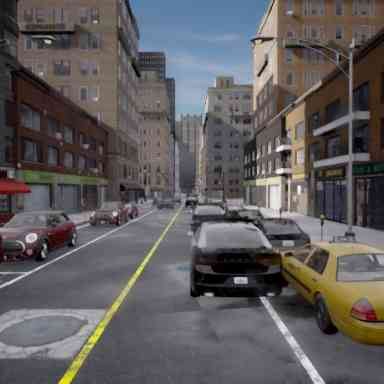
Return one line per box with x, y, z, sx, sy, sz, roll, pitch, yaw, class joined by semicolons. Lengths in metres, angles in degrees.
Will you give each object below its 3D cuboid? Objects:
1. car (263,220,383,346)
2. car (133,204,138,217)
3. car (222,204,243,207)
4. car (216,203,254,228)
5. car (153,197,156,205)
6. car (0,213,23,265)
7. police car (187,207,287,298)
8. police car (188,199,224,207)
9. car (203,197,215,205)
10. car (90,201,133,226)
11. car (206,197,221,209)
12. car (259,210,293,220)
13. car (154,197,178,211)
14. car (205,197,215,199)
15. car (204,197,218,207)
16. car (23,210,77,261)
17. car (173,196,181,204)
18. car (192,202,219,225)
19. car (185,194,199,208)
2.856;1.523;6.531;1.752;1.417;4.829;-1;0;0;car
-5.678;1.569;28.703;1.802;1.307;4.206;-1;0;0;car
2.858;1.559;17.532;1.947;1.339;4.313;-1;0;0;car
2.860;1.541;23.118;2.008;1.369;4.403;-1;0;0;car
-5.679;1.505;56.632;1.887;1.381;4.507;-1;0;0;car
-5.680;1.313;6.360;2.192;1.841;5.009;-1;0;0;car
0.899;1.422;8.697;1.930;1.638;5.238;0;0;0;police car
0.898;1.418;18.698;1.930;1.638;5.238;0;0;0;police car
2.866;1.542;56.633;1.802;1.307;4.206;-1;0;0;car
-5.679;1.430;23.117;1.967;1.590;4.097;-1;0;0;car
2.864;1.497;45.631;1.752;1.417;4.829;-1;0;0;car
2.857;1.561;11.946;1.947;1.339;4.313;-1;0;0;car
-3.095;1.578;40.339;1.895;1.301;4.718;0;0;0;car
2.863;1.529;39.876;2.008;1.369;4.403;-1;0;0;car
2.865;1.532;51.048;1.947;1.339;4.313;-1;0;0;car
-5.679;1.435;11.946;1.967;1.590;4.097;-1;0;0;car
-3.003;1.500;63.797;2.033;1.411;5.357;0;0;0;car
0.898;1.515;24.589;1.812;1.442;4.674;0;0;0;car
0.033;1.447;48.424;1.882;1.535;5.008;0;0;0;car
